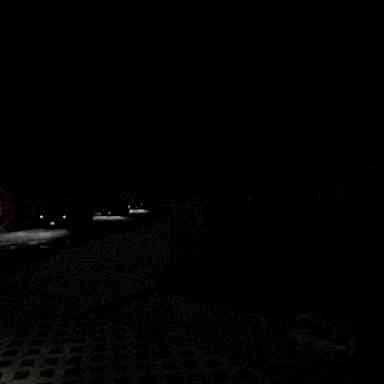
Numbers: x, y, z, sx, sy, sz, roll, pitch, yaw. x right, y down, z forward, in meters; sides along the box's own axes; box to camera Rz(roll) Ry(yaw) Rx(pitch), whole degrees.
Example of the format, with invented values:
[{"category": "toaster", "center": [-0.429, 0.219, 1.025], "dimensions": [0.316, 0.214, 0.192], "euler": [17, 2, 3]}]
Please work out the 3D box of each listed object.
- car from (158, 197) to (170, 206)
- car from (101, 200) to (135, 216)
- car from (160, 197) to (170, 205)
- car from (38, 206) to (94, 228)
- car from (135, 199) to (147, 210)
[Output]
[{"category": "car", "center": [-4.813, 1.735, 57.109], "dimensions": [1.994, 1.385, 4.181], "euler": [0, 0, -2]}, {"category": "car", "center": [-7.582, 1.594, 33.592], "dimensions": [2.033, 1.411, 5.357], "euler": [0, 0, 2]}, {"category": "car", "center": [-5.578, 1.774, 68.169], "dimensions": [2.033, 1.411, 5.357], "euler": [0, 0, -5]}, {"category": "car", "center": [-8.268, 1.594, 22.282], "dimensions": [1.895, 1.301, 4.718], "euler": [0, 0, 4]}, {"category": "car", "center": [-7.381, 1.706, 46.123], "dimensions": [1.895, 1.301, 4.718], "euler": [0, 0, 0]}]
